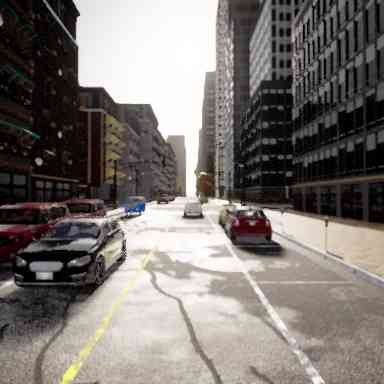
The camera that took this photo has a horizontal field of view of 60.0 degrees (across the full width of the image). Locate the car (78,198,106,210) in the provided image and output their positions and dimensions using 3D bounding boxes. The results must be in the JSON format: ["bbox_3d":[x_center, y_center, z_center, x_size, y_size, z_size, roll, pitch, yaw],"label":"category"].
[{"bbox_3d":[-5.685,1.323,16.837,2.192,1.841,5.009,1,0,0],"label":"car"}]

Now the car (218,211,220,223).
[{"bbox_3d":[2.710,1.540,22.530,1.752,1.417,4.829,1,0,0],"label":"car"}]

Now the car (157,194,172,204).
[{"bbox_3d":[-5.677,1.442,65.812,2.192,1.841,5.009,0,0,0],"label":"car"}]

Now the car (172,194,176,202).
[{"bbox_3d":[-5.679,1.763,82.799,1.947,1.339,4.313,0,0,0],"label":"car"}]

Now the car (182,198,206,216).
[{"bbox_3d":[0.105,1.557,32.340,1.812,1.442,4.674,0,0,0],"label":"car"}]

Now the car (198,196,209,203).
[{"bbox_3d":[2.702,1.673,71.644,1.752,1.417,4.829,0,0,0],"label":"car"}]

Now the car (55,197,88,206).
[{"bbox_3d":[-19.050,1.565,52.815,4.507,1.381,1.887,0,-1,0],"label":"car"}]

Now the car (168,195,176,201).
[{"bbox_3d":[-5.678,1.696,94.125,1.967,1.590,4.097,0,0,0],"label":"car"}]

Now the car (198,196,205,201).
[{"bbox_3d":[2.701,1.782,94.294,1.752,1.417,4.829,0,0,0],"label":"car"}]

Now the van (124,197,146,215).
[{"bbox_3d":[-5.656,1.374,33.407,1.690,1.788,3.998,1,0,0],"label":"van"}]

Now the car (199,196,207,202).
[{"bbox_3d":[2.701,1.723,82.969,1.752,1.417,4.829,0,0,0],"label":"car"}]

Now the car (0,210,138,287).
[{"bbox_3d":[-3.096,1.495,9.424,2.128,1.511,4.902,0,0,0],"label":"car"}]

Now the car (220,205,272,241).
[{"bbox_3d":[2.708,1.449,16.836,1.967,1.590,4.097,1,0,0],"label":"car"}]

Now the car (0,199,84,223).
[{"bbox_3d":[-5.682,1.319,11.314,2.192,1.841,5.009,1,0,0],"label":"car"}]
